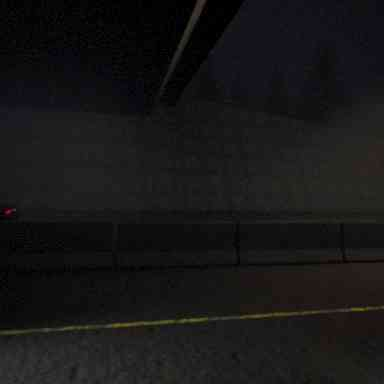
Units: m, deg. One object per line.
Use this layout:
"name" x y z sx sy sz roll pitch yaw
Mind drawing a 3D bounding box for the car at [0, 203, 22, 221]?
"car" -11.036 0.868 15.574 5.357 1.411 2.033 1 1 -13
